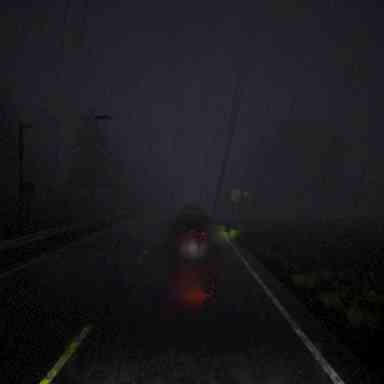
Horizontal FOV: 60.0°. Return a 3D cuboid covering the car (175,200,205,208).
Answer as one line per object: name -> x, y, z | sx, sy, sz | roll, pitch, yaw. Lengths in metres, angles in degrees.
car -> 0.044, 1.625, 26.984 | 2.128, 1.511, 4.902 | -1, 0, 1

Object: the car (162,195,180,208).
car -> -3.550, 1.579, 54.344 | 2.150, 2.045, 5.566 | 0, -1, 0

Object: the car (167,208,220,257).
car -> 0.061, 1.593, 13.335 | 1.837, 1.490, 4.892 | 0, 0, 0

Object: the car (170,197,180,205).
car -> -3.479, 1.919, 69.805 | 1.882, 1.535, 5.008 | 0, 0, 0
